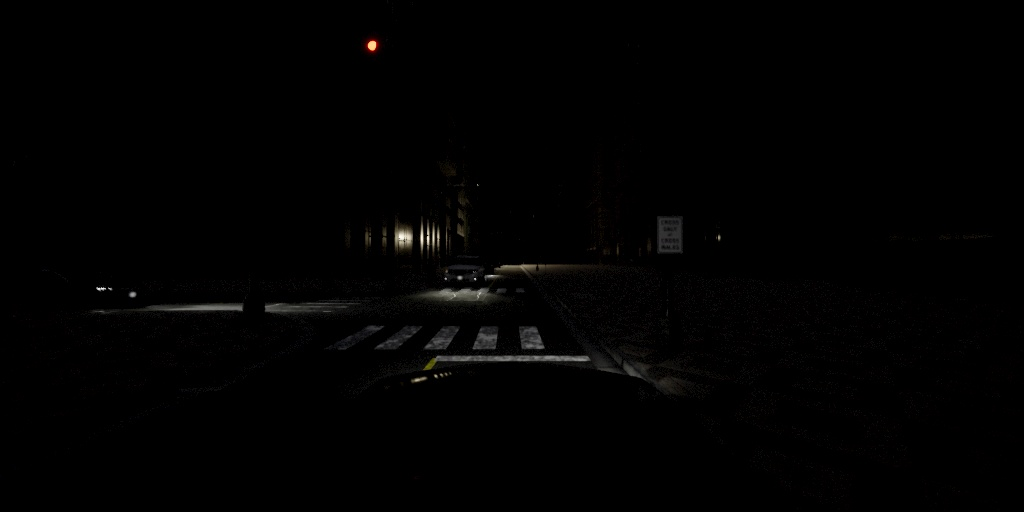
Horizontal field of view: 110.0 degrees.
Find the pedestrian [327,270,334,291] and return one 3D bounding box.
[{"bbox_3d":[-9.967,0.974,19.633,0.375,1.860,0.375,0,-1,0],"label":"pedestrian"}]

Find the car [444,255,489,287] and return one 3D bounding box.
[{"bbox_3d":[-3.098,0.978,24.637,2.150,2.045,5.566,0,0,2],"label":"car"}]

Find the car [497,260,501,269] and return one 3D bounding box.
[{"bbox_3d":[-2.868,1.430,62.376,2.033,1.411,5.357,0,0,0],"label":"car"}]

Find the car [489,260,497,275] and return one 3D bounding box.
[{"bbox_3d":[-3.009,1.351,39.987,1.994,1.385,4.181,0,0,0],"label":"car"}]

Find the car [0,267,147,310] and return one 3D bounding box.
[{"bbox_3d":[-16.633,1.174,13.417,4.902,1.511,2.128,0,-1,0],"label":"car"}]
